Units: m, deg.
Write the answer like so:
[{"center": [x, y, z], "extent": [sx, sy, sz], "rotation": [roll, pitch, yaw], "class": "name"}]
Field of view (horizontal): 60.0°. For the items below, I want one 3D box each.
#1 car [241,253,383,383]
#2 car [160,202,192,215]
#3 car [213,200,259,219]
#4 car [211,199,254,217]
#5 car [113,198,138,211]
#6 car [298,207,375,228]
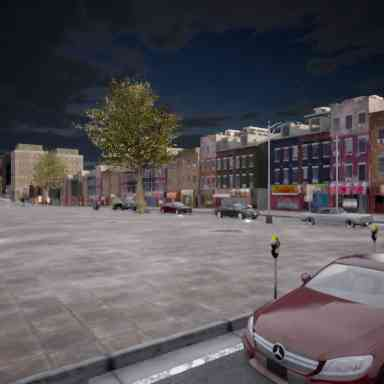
[{"center": [2.578, 1.581, 4.642], "extent": [4.206, 1.307, 1.802], "rotation": [0, 0, -35], "class": "car"}, {"center": [-1.899, 1.887, 39.392], "extent": [1.882, 1.535, 5.008], "rotation": [0, -1, -35], "class": "car"}, {"center": [4.110, 1.754, 30.998], "extent": [1.837, 1.490, 4.892], "rotation": [0, -1, -36], "class": "car"}, {"center": [4.260, 1.654, 35.834], "extent": [2.097, 1.767, 4.553], "rotation": [0, -1, -36], "class": "car"}, {"center": [-10.416, 1.916, 51.415], "extent": [2.150, 2.045, 5.566], "rotation": [0, -1, -35], "class": "car"}, {"center": [9.868, 1.727, 22.964], "extent": [1.895, 1.301, 4.718], "rotation": [0, -1, -36], "class": "car"}]
